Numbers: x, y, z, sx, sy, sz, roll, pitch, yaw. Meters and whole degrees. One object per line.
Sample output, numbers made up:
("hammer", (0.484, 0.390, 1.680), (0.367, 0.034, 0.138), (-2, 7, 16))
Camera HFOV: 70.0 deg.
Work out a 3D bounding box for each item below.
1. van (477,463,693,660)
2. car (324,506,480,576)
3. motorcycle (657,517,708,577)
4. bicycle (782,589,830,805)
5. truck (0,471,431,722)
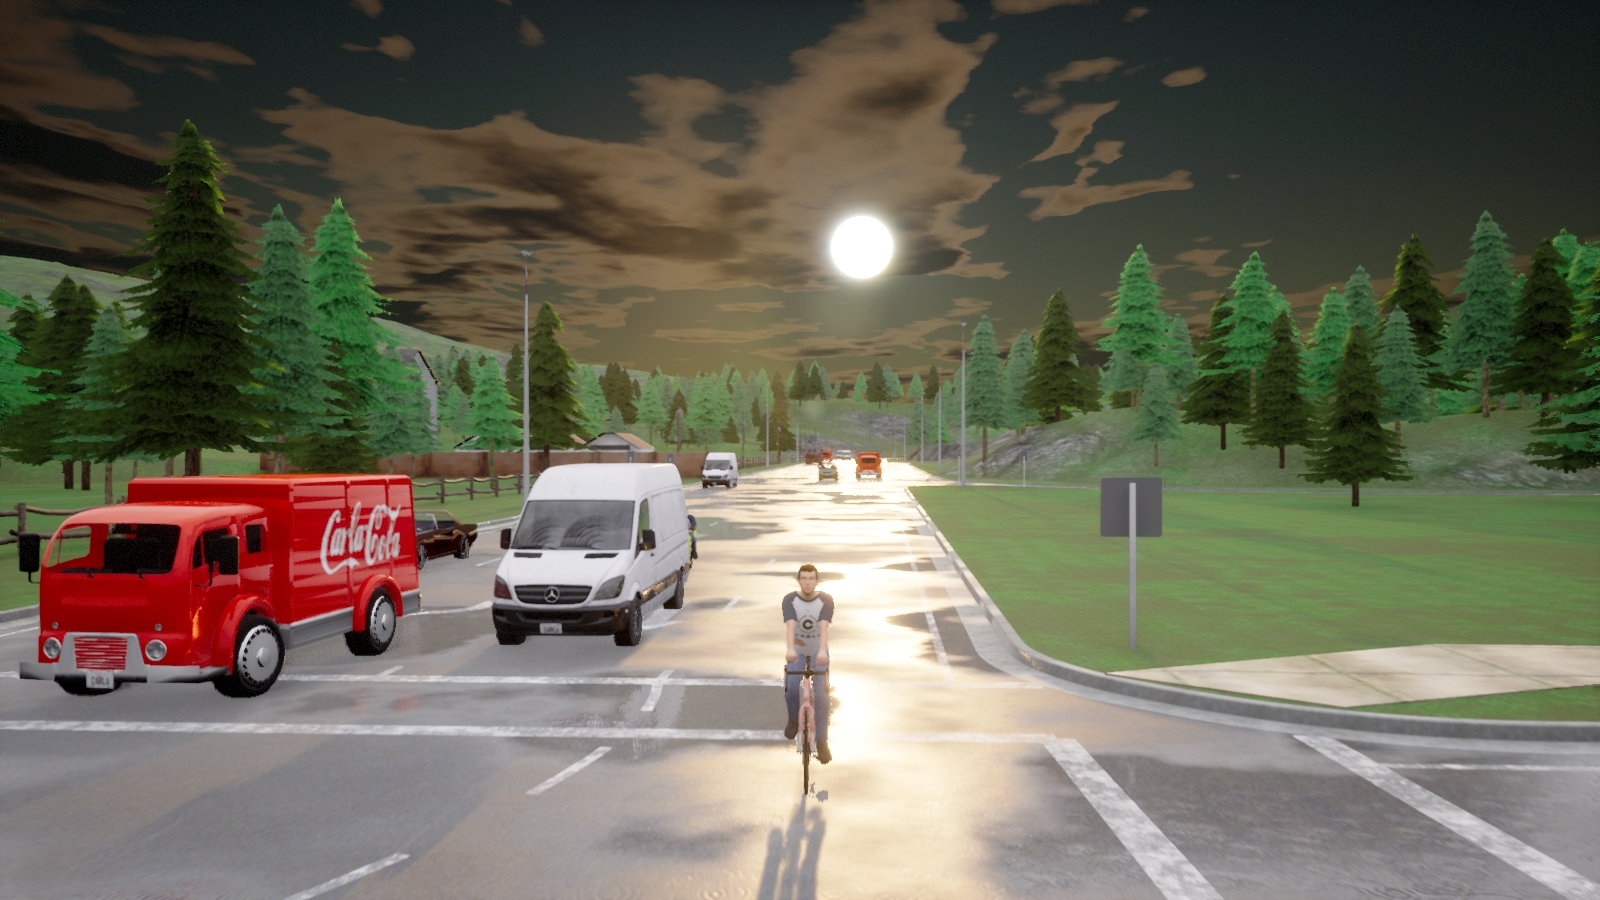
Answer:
("van", (-3.170, 1.520, 18.303), (1.988, 2.561, 5.915), (0, 0, 4))
("car", (-9.520, 2.135, 27.768), (1.895, 1.301, 4.718), (0, 0, 4))
("motorcycle", (-2.633, 2.167, 25.854), (0.803, 1.199, 2.033), (0, 0, 4))
("bicycle", (0.067, 2.048, 9.823), (0.373, 1.496, 1.643), (0, 0, 2))
("truck", (-7.026, 1.557, 14.466), (2.627, 2.467, 5.204), (0, 0, 6))
